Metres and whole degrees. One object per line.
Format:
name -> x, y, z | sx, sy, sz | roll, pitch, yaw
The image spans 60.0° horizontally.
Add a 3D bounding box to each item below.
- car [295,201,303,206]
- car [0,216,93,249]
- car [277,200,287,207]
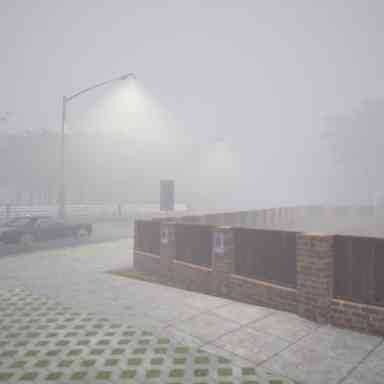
car -> 25.847, 2.837, 80.454 | 2.033, 1.411, 5.357 | 1, -1, 21
car -> -6.993, 1.779, 15.638 | 1.895, 1.301, 4.718 | 1, 0, 32
car -> 22.343, 2.832, 82.189 | 2.128, 1.511, 4.902 | 1, -1, 24
